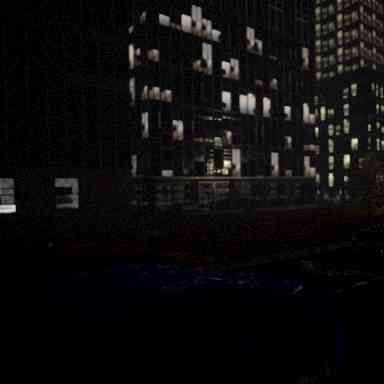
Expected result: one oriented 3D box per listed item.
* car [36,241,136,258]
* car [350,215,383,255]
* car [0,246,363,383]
[{"bbox_3d":[-1.807,1.536,5.286,4.507,1.381,1.887,0,-1,-35],"label":"car"},{"bbox_3d":[7.352,1.478,11.820,4.403,1.369,2.008,0,-1,-35],"label":"car"},{"bbox_3d":[-0.723,1.472,2.863,5.008,1.535,1.882,0,0,-36],"label":"car"}]
